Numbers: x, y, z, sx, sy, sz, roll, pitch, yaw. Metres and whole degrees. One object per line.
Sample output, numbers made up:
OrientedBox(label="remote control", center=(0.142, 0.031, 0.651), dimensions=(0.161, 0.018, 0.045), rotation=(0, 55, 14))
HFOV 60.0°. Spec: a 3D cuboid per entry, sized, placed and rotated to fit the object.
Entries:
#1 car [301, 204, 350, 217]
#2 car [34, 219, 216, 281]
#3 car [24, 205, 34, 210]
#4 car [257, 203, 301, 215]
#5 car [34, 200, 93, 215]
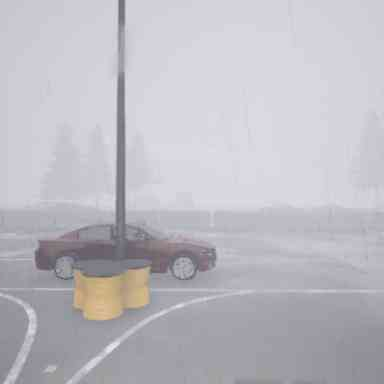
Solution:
OrientedBox(label="car", center=(13.886, 1.885, 34.067), dimensions=(4.181, 1.385, 1.994), rotation=(0, 0, 1))
OrientedBox(label="car", center=(-1.817, 1.548, 9.521), dimensions=(5.008, 1.535, 1.882), rotation=(0, 0, 1))
OrientedBox(label="car", center=(-16.468, 1.717, 37.870), dimensions=(5.008, 1.535, 1.882), rotation=(0, 0, 1))
OrientedBox(label="car", center=(9.773, 1.934, 37.608), dimensions=(4.718, 1.301, 1.895), rotation=(0, 0, 1))
OrientedBox(label="car", center=(-12.941, 1.772, 34.331), dimensions=(5.357, 1.411, 2.033), rotation=(0, 0, 1))
